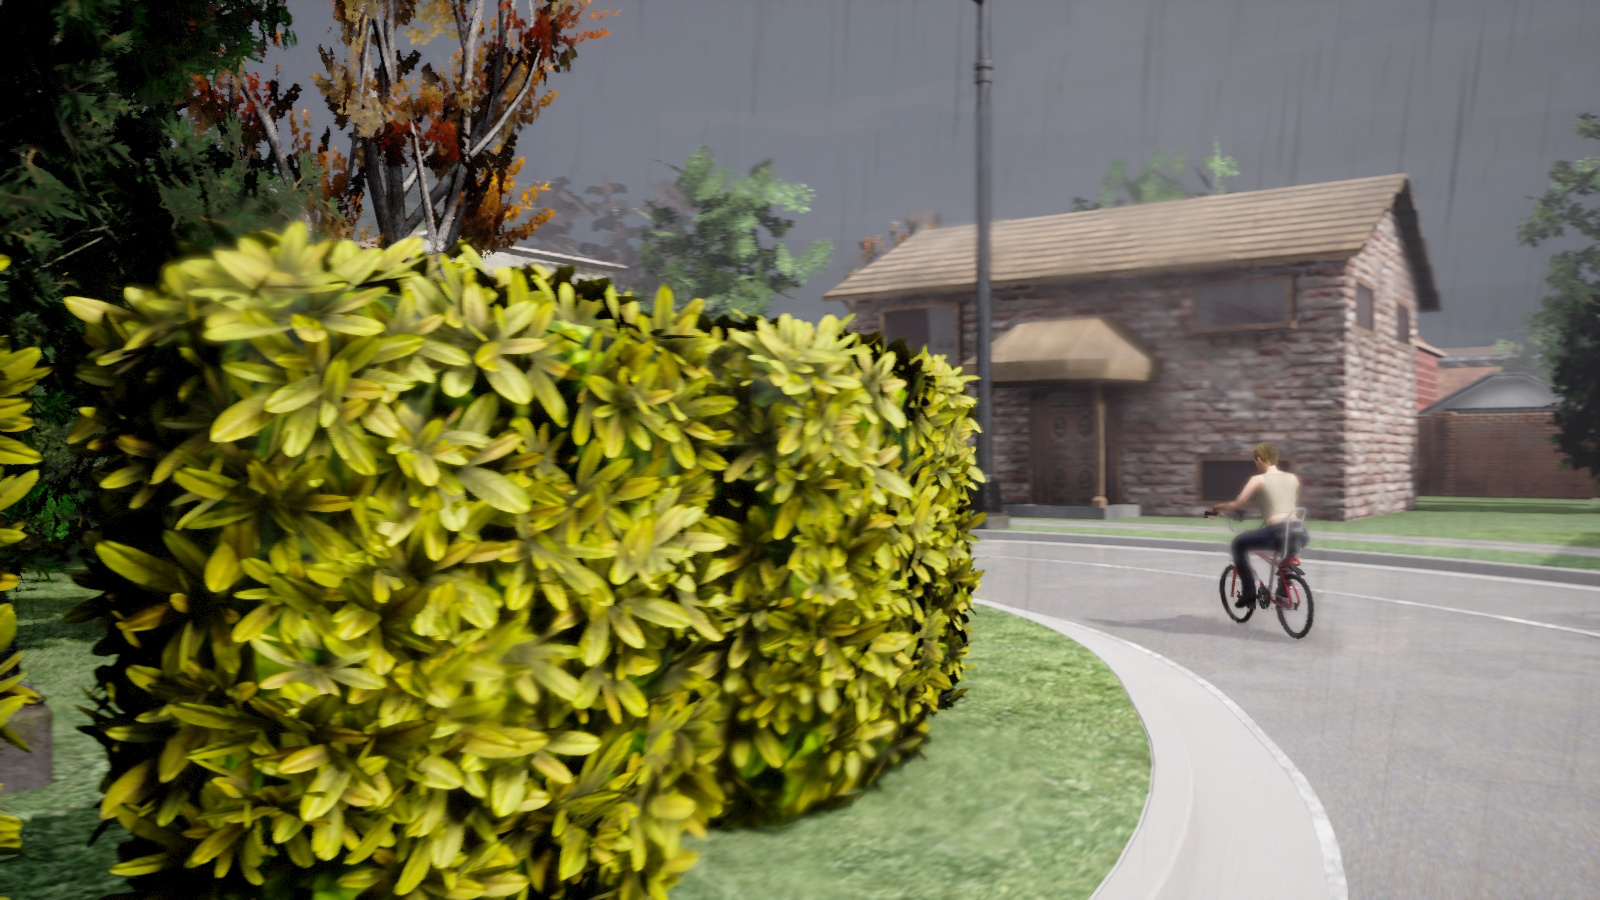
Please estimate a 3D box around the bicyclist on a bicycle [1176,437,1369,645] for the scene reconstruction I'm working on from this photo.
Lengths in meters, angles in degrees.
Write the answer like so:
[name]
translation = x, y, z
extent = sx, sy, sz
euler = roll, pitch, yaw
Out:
[bicyclist on a bicycle]
translation = 3.981, 0.723, 10.720
extent = 0.866, 1.612, 1.509
euler = -2, 0, -8
